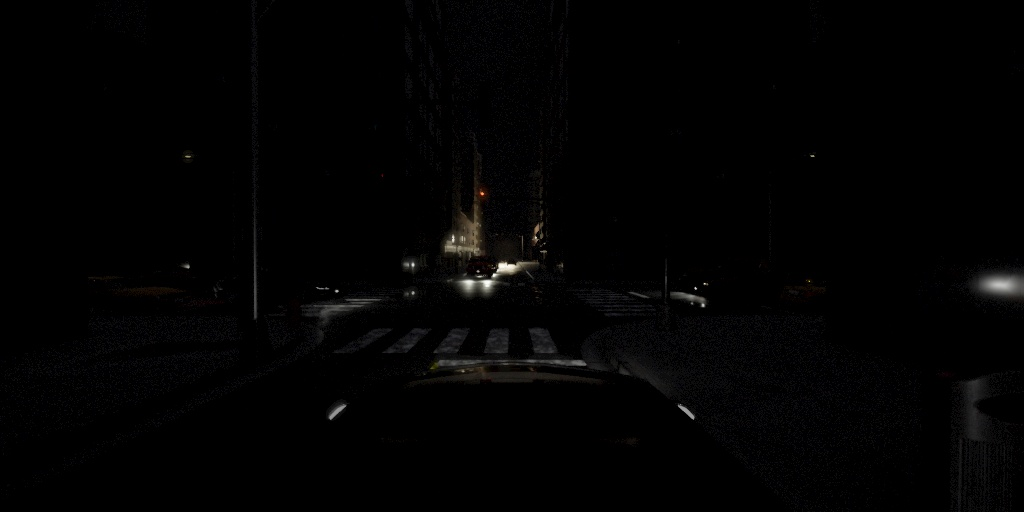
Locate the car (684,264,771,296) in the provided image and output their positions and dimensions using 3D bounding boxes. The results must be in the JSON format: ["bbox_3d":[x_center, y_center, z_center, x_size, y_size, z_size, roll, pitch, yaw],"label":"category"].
[{"bbox_3d":[12.134,1.277,18.382,5.357,1.411,2.033,0,0,3],"label":"car"}]

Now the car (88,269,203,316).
[{"bbox_3d":[-14.403,1.304,12.917,4.829,1.417,1.751,0,0,0],"label":"car"}]

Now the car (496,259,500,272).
[{"bbox_3d":[-2.929,0.956,43.913,2.150,2.045,5.566,0,0,0],"label":"car"}]

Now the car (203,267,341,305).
[{"bbox_3d":[-9.979,1.268,15.452,4.892,1.490,1.837,0,0,0],"label":"car"}]

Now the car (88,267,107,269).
[{"bbox_3d":[-25.395,1.315,20.935,4.313,1.339,1.948,0,0,0],"label":"car"}]

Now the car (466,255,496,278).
[{"bbox_3d":[-2.911,0.963,33.524,2.150,2.045,5.566,0,0,0],"label":"car"}]

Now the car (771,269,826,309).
[{"bbox_3d":[12.480,1.280,12.933,4.829,1.417,1.751,0,0,0],"label":"car"}]

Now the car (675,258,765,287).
[{"bbox_3d":[12.314,1.032,20.958,5.009,1.841,2.192,0,0,0],"label":"car"}]
